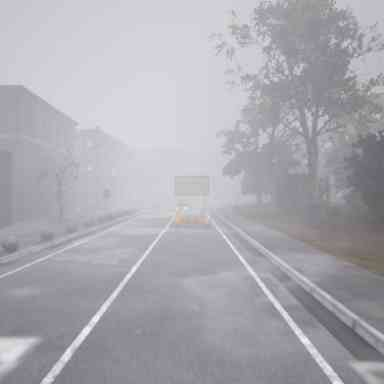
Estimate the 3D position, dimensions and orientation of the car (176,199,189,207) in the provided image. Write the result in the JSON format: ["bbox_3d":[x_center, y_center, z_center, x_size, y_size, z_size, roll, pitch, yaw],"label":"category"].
[{"bbox_3d":[-1.662,1.972,60.446,1.837,1.490,4.892,-1,0,8],"label":"car"}]

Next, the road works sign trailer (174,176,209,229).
[{"bbox_3d":[-0.001,0.657,23.049,2.380,3.560,2.880,0,0,0],"label":"road works sign trailer"}]
